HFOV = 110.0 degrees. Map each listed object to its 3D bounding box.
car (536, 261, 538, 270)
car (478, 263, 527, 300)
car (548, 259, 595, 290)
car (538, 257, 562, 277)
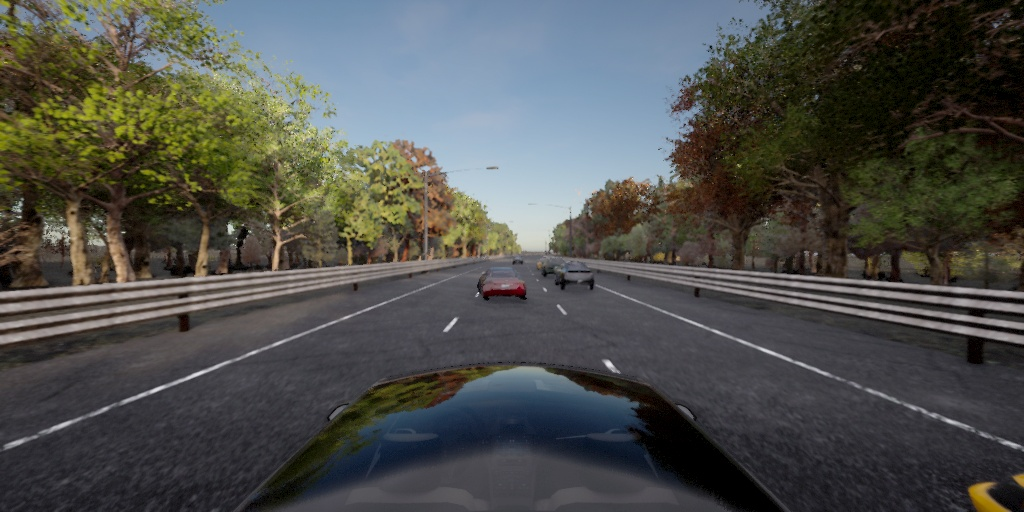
[{"bbox_3d":[3.945,0.949,43.435,1.801,1.575,5.366,0,0,1],"label":"car"},{"bbox_3d":[-0.495,1.220,17.190,1.994,1.385,4.181,0,0,-7],"label":"car"},{"bbox_3d":[3.607,1.123,21.338,2.128,1.511,4.902,0,0,1],"label":"car"},{"bbox_3d":[3.746,0.916,32.262,2.097,1.767,4.553,0,0,1],"label":"car"}]
